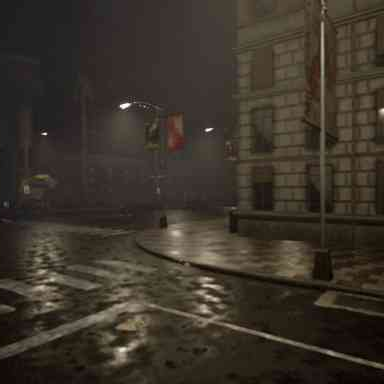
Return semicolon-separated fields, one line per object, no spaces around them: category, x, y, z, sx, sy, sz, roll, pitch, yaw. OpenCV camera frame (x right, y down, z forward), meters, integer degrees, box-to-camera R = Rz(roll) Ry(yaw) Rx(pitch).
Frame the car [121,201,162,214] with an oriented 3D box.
car;-5.306;1.608;35.401;1.895;1.301;4.718;0;0;36

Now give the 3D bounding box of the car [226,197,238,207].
car;7.175;1.533;51.117;4.674;1.442;1.812;0;0;-45

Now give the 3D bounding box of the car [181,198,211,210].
car;0.594;1.499;43.332;2.128;1.511;4.902;0;0;37
